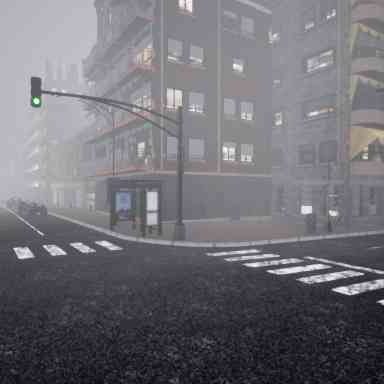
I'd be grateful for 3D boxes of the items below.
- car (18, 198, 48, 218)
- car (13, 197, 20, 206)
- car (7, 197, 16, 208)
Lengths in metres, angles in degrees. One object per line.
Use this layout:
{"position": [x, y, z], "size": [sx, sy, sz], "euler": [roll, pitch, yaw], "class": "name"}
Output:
{"position": [-13.933, 1.547, 29.507], "size": [2.008, 1.369, 4.403], "euler": [0, 0, -32], "class": "car"}
{"position": [-16.911, 1.541, 34.294], "size": [1.887, 1.381, 4.507], "euler": [0, 0, -32], "class": "car"}
{"position": [-25.847, 1.435, 48.658], "size": [1.967, 1.590, 4.097], "euler": [0, 0, -32], "class": "car"}
